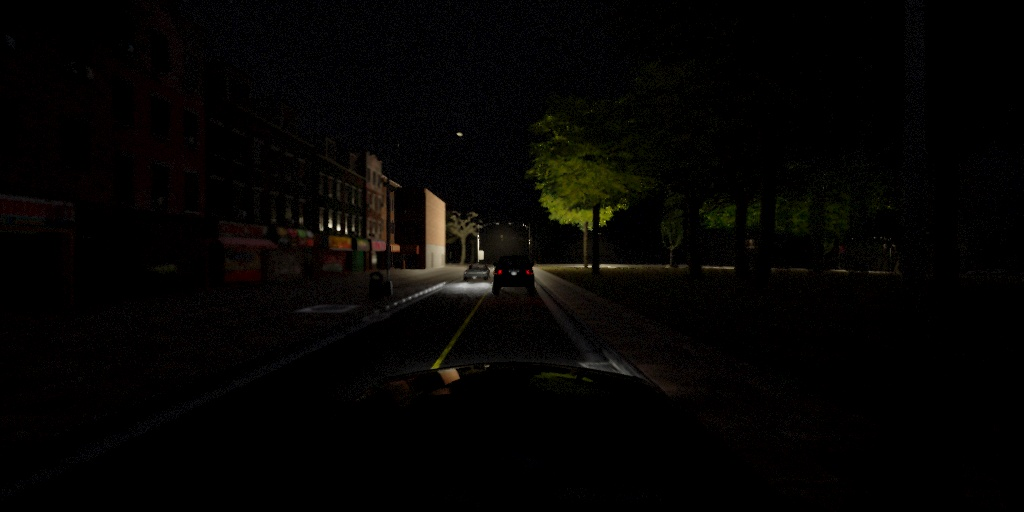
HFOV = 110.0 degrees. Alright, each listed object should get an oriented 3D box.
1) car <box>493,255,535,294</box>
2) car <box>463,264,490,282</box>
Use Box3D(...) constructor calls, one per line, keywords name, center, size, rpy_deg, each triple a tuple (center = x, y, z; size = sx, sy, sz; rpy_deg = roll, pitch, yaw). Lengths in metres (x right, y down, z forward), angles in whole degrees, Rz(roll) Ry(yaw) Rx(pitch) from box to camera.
Box3D(name="car", center=(0.095, 0.962, 20.353), size=(2.150, 2.045, 5.566), rpy_deg=(0, 0, 0))
Box3D(name="car", center=(-2.853, 1.351, 29.483), size=(1.895, 1.301, 4.718), rpy_deg=(0, 0, 0))
